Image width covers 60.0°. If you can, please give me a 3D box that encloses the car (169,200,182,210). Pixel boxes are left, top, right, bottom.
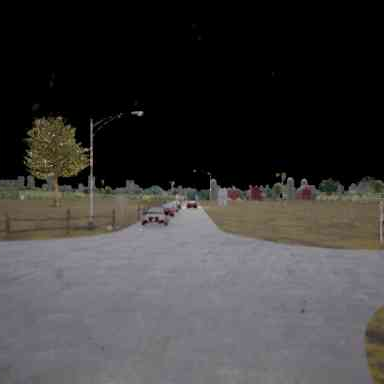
[{"bbox_3d":[-2.787,2.236,57.039,1.882,1.535,5.008,0,0,0],"label":"car"}]

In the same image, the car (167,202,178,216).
[{"bbox_3d":[-2.826,2.080,36.741,1.895,1.301,4.718,0,-1,0],"label":"car"}]

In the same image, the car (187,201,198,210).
[{"bbox_3d":[0.015,2.252,58.129,1.882,1.535,5.008,0,-1,0],"label":"car"}]

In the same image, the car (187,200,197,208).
[{"bbox_3d":[0.017,2.468,68.551,1.994,1.385,4.181,0,-1,0],"label":"car"}]

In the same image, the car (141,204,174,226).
[{"bbox_3d":[-2.830,1.911,26.661,1.994,1.385,4.181,0,-1,0],"label":"car"}]

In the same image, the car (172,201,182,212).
[{"bbox_3d":[-2.818,2.110,46.991,2.128,1.511,4.902,0,-1,1],"label":"car"}]
